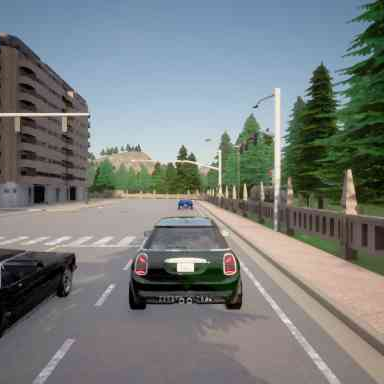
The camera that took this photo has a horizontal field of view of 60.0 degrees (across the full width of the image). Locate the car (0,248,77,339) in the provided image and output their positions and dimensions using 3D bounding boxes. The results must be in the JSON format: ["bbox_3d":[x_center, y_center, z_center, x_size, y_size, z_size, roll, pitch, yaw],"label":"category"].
[{"bbox_3d":[-3.545,1.601,5.618,1.895,1.301,4.718,0,0,-1],"label":"car"}]

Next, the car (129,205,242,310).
[{"bbox_3d":[-0.130,1.352,7.990,2.097,1.767,4.553,0,0,0],"label":"car"}]

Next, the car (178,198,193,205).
[{"bbox_3d":[-0.878,1.478,44.284,1.882,1.535,5.008,0,0,-1],"label":"car"}]
